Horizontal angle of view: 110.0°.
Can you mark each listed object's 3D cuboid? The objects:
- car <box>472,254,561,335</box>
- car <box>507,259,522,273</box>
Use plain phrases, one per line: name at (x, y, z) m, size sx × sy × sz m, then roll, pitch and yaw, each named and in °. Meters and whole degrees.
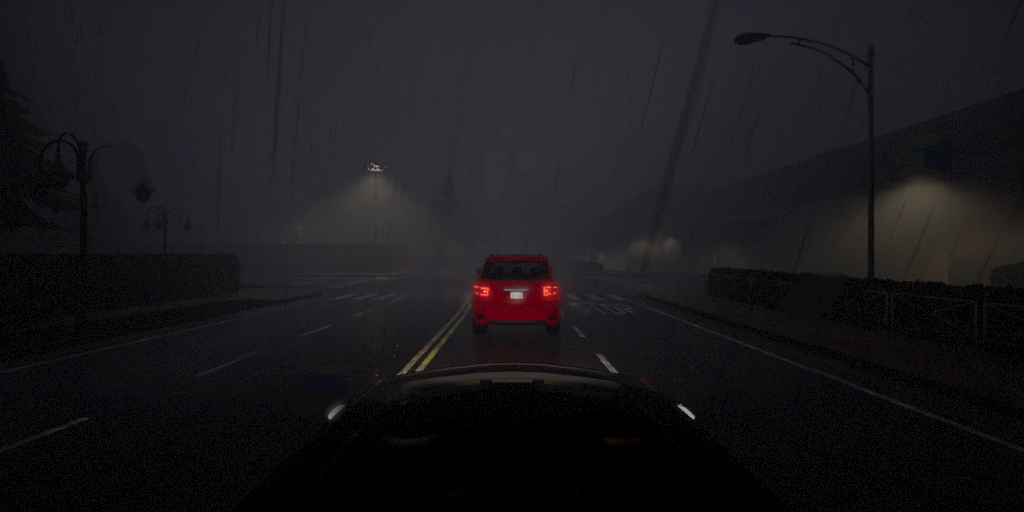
car at (0.115, 0.971, 10.677) m, size 2.150 × 2.045 × 5.566 m, roll 0°, pitch 0°, yaw 0°
car at (0.325, 1.228, 45.534) m, size 1.882 × 1.535 × 5.008 m, roll 0°, pitch 0°, yaw 1°
